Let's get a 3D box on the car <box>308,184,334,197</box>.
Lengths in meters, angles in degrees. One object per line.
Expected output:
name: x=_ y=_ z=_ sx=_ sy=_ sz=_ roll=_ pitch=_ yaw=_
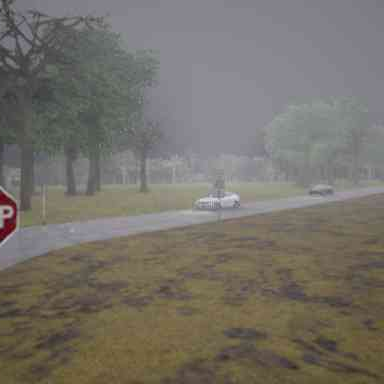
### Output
car: x=17.040 y=-0.265 z=43.773 sx=1.882 sy=1.535 sz=5.008 roll=1 pitch=3 yaw=43

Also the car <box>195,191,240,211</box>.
car: x=2.213 y=0.676 z=27.491 sx=1.812 sy=1.442 sz=4.674 roll=1 pitch=3 yaw=42
